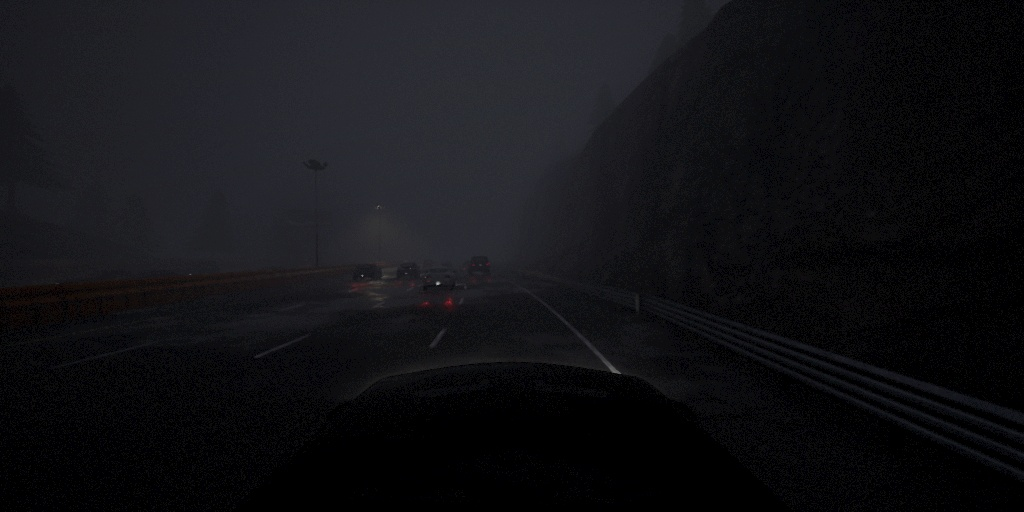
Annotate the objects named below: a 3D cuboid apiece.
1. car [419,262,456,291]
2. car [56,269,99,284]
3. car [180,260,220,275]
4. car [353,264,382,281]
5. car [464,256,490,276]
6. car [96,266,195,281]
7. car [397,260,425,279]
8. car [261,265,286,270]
[{"bbox_3d":[-4.585,1.352,22.907,1.812,1.442,4.674,0,0,-8],"label":"car"},{"bbox_3d":[-30.133,1.703,26.299,1.882,1.535,5.008,-1,0,-9],"label":"car"},{"bbox_3d":[-36.173,1.544,41.178,2.150,2.045,5.566,-1,0,-9],"label":"car"},{"bbox_3d":[-13.208,1.465,32.953,1.837,1.490,4.892,0,-1,-11],"label":"car"},{"bbox_3d":[-3.711,1.038,39.550,2.150,2.045,5.566,-1,0,-10],"label":"car"},{"bbox_3d":[-26.603,1.718,26.411,2.033,1.411,5.357,-1,0,-9],"label":"car"},{"bbox_3d":[-10.125,1.407,35.326,2.128,1.511,4.902,-1,0,-10],"label":"car"},{"bbox_3d":[-24.894,1.672,37.444,1.812,1.442,4.674,-1,0,-9],"label":"car"}]
